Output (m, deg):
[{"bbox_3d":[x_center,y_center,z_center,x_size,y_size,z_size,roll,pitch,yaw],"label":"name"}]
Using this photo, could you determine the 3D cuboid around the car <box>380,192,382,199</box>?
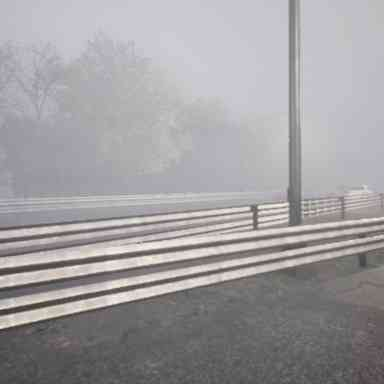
[{"bbox_3d":[24.279,0.341,44.736,2.128,1.511,4.902,0,1,41],"label":"car"}]

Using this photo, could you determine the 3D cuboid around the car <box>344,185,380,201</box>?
[{"bbox_3d":[20.806,0.181,40.517,2.150,2.045,5.566,0,1,40],"label":"car"}]

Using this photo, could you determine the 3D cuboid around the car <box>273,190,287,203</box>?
[{"bbox_3d":[11.641,0.559,40.817,1.837,1.490,4.892,0,1,41],"label":"car"}]

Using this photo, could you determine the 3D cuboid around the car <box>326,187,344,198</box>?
[{"bbox_3d":[19.208,0.443,44.067,1.812,1.442,4.674,0,1,41],"label":"car"}]

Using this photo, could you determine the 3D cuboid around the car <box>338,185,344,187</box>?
[{"bbox_3d":[22.516,0.037,48.012,2.150,2.045,5.566,0,1,41],"label":"car"}]
